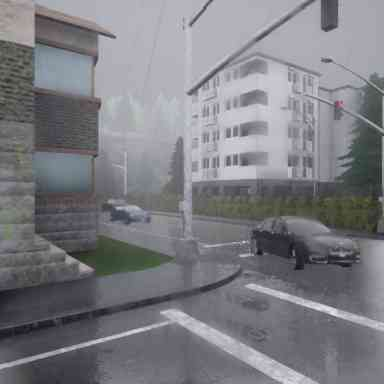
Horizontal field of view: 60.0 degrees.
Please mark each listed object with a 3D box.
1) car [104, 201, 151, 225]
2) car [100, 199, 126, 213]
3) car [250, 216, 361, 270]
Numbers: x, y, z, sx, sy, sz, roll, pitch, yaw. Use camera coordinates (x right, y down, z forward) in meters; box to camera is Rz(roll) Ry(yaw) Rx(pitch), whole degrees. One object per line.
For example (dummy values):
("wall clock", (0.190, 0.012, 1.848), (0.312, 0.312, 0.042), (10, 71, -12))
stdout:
("car", (-4.902, 1.702, 25.874), (1.812, 1.442, 4.674), (0, 0, -35))
("car", (-8.748, 1.528, 37.622), (2.097, 1.767, 4.553), (0, 0, -35))
("car", (3.573, 1.610, 11.436), (1.837, 1.490, 4.892), (1, -3, -13))
